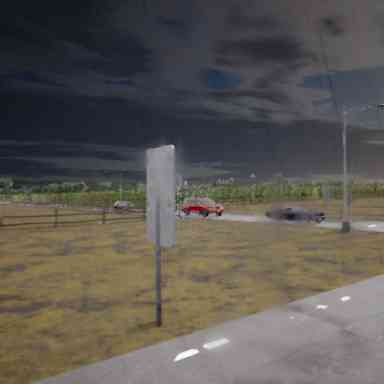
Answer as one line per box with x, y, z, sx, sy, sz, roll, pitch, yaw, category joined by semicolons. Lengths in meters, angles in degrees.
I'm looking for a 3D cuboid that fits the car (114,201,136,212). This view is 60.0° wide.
-10.695;2.162;53.102;2.097;1.767;4.553;0;-1;-35;car

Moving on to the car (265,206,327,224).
8.272;1.778;26.656;1.895;1.301;4.718;0;-1;-36;car

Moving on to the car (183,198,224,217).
1.135;1.635;36.564;2.150;2.045;5.566;0;-1;-35;car
